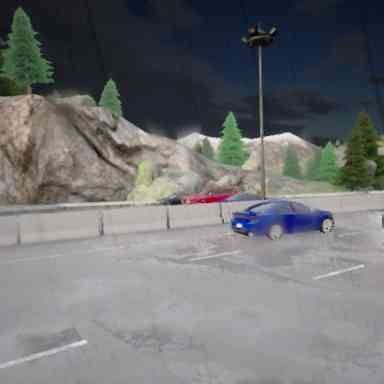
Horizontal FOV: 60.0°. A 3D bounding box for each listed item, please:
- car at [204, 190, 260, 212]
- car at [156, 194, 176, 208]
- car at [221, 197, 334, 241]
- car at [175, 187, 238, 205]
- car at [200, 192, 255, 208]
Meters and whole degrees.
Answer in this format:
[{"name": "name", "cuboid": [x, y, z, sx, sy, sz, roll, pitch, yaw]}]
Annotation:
[{"name": "car", "cuboid": [3.793, 0.860, 26.486, 5.008, 1.535, 1.882, -2, 1, -28]}, {"name": "car", "cuboid": [-1.516, 0.877, 35.539, 4.674, 1.442, 1.812, -2, 1, -28]}, {"name": "car", "cuboid": [3.980, 1.092, 14.346, 5.008, 1.535, 1.882, -2, 1, -31]}, {"name": "car", "cuboid": [1.761, 0.602, 29.380, 5.566, 2.045, 2.150, -2, 1, -28]}, {"name": "car", "cuboid": [3.661, 0.780, 34.330, 5.357, 1.411, 2.033, -2, 1, -27]}]
